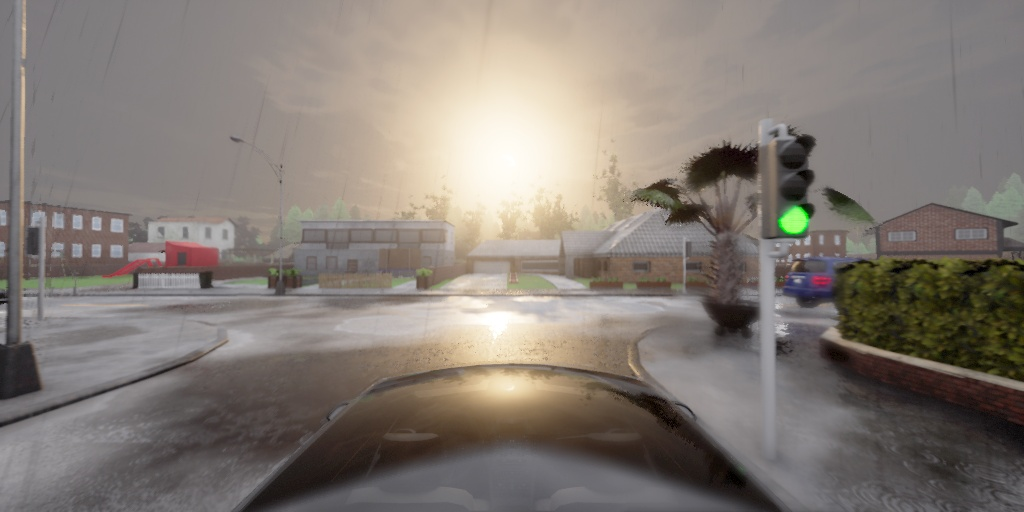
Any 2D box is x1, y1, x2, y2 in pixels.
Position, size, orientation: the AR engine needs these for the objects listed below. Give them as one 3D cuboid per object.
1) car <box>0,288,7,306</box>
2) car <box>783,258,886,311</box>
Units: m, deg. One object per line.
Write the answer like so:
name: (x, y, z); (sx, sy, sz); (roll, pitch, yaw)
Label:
car: (-22.762, 1.447, 13.769); (5.357, 1.411, 2.033); (0, -1, 0)
car: (13.657, 1.113, 13.770); (5.566, 2.045, 2.150); (1, -1, 0)
